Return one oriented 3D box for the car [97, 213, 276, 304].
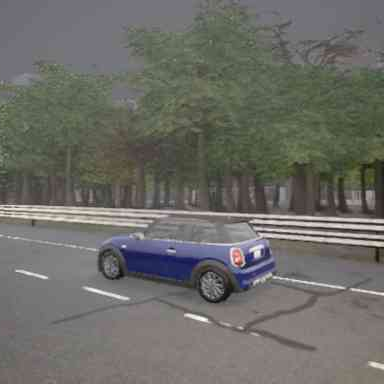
[{"bbox_3d":[-0.321,1.358,8.399,4.553,1.767,2.097,0,0,36],"label":"car"}]
